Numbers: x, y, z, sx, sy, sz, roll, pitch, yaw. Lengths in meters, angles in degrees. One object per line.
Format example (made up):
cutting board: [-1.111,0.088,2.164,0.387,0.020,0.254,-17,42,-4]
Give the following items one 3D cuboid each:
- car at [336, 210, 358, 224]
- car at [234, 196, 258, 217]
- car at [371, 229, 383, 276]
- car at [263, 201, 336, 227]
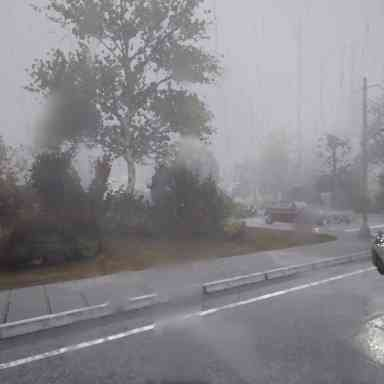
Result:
car: [10.146,1.674,25.817,1.895,1.301,4.718,0,-1,-39]
car: [3.907,1.429,33.349,2.150,2.045,5.566,0,-1,-41]
car: [7.194,1.222,9.110,5.566,2.045,2.150,0,0,-35]
car: [7.353,1.425,23.614,2.097,1.767,4.553,0,-1,-38]
